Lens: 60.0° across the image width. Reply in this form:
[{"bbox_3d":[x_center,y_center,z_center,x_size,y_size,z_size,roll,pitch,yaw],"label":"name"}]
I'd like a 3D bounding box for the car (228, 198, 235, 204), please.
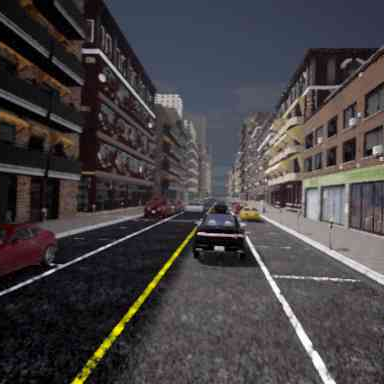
[{"bbox_3d":[10.265,2.393,86.781,1.752,1.417,4.829,2,0,5],"label":"car"}]

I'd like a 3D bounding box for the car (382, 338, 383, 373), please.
[{"bbox_3d":[3.145,1.462,2.018,2.097,1.767,4.553,2,0,5],"label":"car"}]

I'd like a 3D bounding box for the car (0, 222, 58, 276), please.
[{"bbox_3d":[-5.095,1.485,8.768,1.802,1.307,4.206,2,0,5],"label":"car"}]

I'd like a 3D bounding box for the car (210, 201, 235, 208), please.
[{"bbox_3d":[2.613,1.801,30.068,1.812,1.442,4.674,2,0,5],"label":"car"}]

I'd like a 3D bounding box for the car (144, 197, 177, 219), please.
[{"bbox_3d":[-3.086,1.424,31.225,2.192,1.841,5.009,2,0,5],"label":"car"}]

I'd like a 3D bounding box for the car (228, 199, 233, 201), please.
[{"bbox_3d":[8.249,2.215,64.156,2.008,1.369,4.403,2,0,5],"label":"car"}]

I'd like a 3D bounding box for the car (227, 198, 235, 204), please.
[{"bbox_3d":[10.748,2.482,92.226,1.947,1.339,4.313,2,0,5],"label":"car"}]

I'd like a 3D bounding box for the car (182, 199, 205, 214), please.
[{"bbox_3d":[0.278,1.864,39.166,1.895,1.301,4.718,2,0,6],"label":"car"}]

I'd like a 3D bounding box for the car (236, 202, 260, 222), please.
[{"bbox_3d":[5.265,1.885,30.644,1.752,1.417,4.829,2,0,5],"label":"car"}]

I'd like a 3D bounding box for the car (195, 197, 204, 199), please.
[{"bbox_3d":[1.405,2.117,81.747,2.008,1.369,4.403,2,0,5],"label":"car"}]

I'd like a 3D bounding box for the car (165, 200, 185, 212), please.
[{"bbox_3d":[-2.094,1.756,42.452,1.887,1.381,4.507,2,0,5],"label":"car"}]

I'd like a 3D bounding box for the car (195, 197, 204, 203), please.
[{"bbox_3d":[1.905,2.167,87.361,2.008,1.369,4.403,2,0,5],"label":"car"}]

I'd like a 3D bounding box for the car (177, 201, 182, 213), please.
[{"bbox_3d":[-2.591,1.600,36.837,1.967,1.590,4.097,2,0,5],"label":"car"}]

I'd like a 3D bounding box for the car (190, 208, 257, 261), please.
[{"bbox_3d":[1.096,1.610,13.020,2.128,1.511,4.902,2,0,5],"label":"car"}]

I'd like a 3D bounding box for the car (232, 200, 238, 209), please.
[{"bbox_3d":[6.249,2.005,41.702,1.887,1.381,4.507,2,0,5],"label":"car"}]
